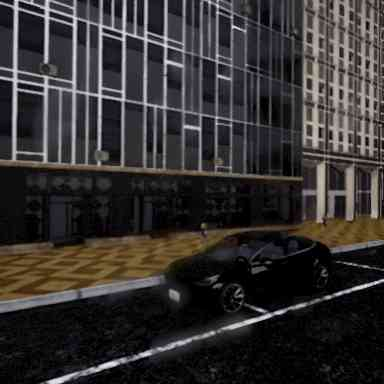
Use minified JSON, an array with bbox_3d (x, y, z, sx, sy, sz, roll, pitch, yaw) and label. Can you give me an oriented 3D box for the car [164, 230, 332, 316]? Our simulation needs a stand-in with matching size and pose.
[{"bbox_3d":[1.446,1.596,7.586,4.313,1.339,1.947,0,0,-35],"label":"car"}]
